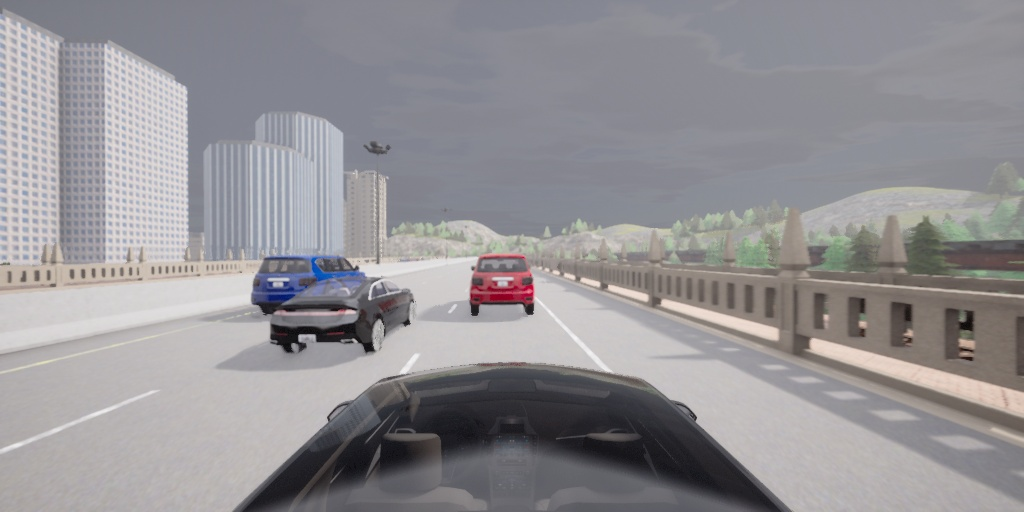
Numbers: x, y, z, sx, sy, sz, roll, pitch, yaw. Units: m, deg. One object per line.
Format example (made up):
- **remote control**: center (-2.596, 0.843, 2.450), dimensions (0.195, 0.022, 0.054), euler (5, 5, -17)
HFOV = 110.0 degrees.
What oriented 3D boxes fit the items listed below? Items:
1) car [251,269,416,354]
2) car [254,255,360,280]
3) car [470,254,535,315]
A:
- **car**: center (-3.714, 1.242, 8.773), dimensions (2.128, 1.511, 4.902), euler (0, 0, -2)
- **car**: center (-7.417, 0.977, 13.856), dimensions (2.150, 2.045, 5.566), euler (0, 0, -3)
- **car**: center (-0.405, 0.944, 13.713), dimensions (2.150, 2.045, 5.566), euler (0, 0, -3)
